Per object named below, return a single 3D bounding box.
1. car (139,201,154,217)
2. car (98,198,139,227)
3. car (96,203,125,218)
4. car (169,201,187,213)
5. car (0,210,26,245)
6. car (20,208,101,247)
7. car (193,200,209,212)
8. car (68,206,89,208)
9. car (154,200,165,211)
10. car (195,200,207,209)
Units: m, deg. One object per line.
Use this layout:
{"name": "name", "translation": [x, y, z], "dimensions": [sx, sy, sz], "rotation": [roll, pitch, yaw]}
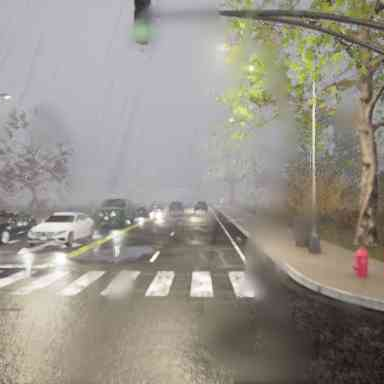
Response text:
{"name": "car", "translation": [-5.651, 1.961, 35.946], "dimensions": [1.994, 1.385, 4.181], "rotation": [0, -1, 2]}
{"name": "car", "translation": [-5.940, 1.523, 26.138], "dimensions": [2.150, 2.045, 5.566], "rotation": [0, -1, 2]}
{"name": "car", "translation": [-8.881, 1.974, 36.491], "dimensions": [1.994, 1.385, 4.181], "rotation": [0, -1, 2]}
{"name": "car", "translation": [-2.031, 1.957, 45.433], "dimensions": [1.882, 1.535, 5.008], "rotation": [0, -1, 2]}
{"name": "car", "translation": [-9.491, 1.720, 16.826], "dimensions": [1.837, 1.490, 4.892], "rotation": [0, -1, 0]}
{"name": "car", "translation": [-6.225, 1.730, 16.439], "dimensions": [1.812, 1.442, 4.674], "rotation": [0, -1, 2]}
{"name": "car", "translation": [1.218, 1.976, 45.338], "dimensions": [1.837, 1.490, 4.892], "rotation": [0, -1, 2]}
{"name": "car", "translation": [-9.173, 1.861, 26.562], "dimensions": [2.033, 1.411, 5.357], "rotation": [0, -1, 2]}
{"name": "car", "translation": [-5.157, 2.023, 50.072], "dimensions": [2.128, 1.511, 4.902], "rotation": [0, -1, 2]}
{"name": "car", "translation": [1.524, 2.072, 55.752], "dimensions": [1.837, 1.490, 4.892], "rotation": [0, -1, 2]}
